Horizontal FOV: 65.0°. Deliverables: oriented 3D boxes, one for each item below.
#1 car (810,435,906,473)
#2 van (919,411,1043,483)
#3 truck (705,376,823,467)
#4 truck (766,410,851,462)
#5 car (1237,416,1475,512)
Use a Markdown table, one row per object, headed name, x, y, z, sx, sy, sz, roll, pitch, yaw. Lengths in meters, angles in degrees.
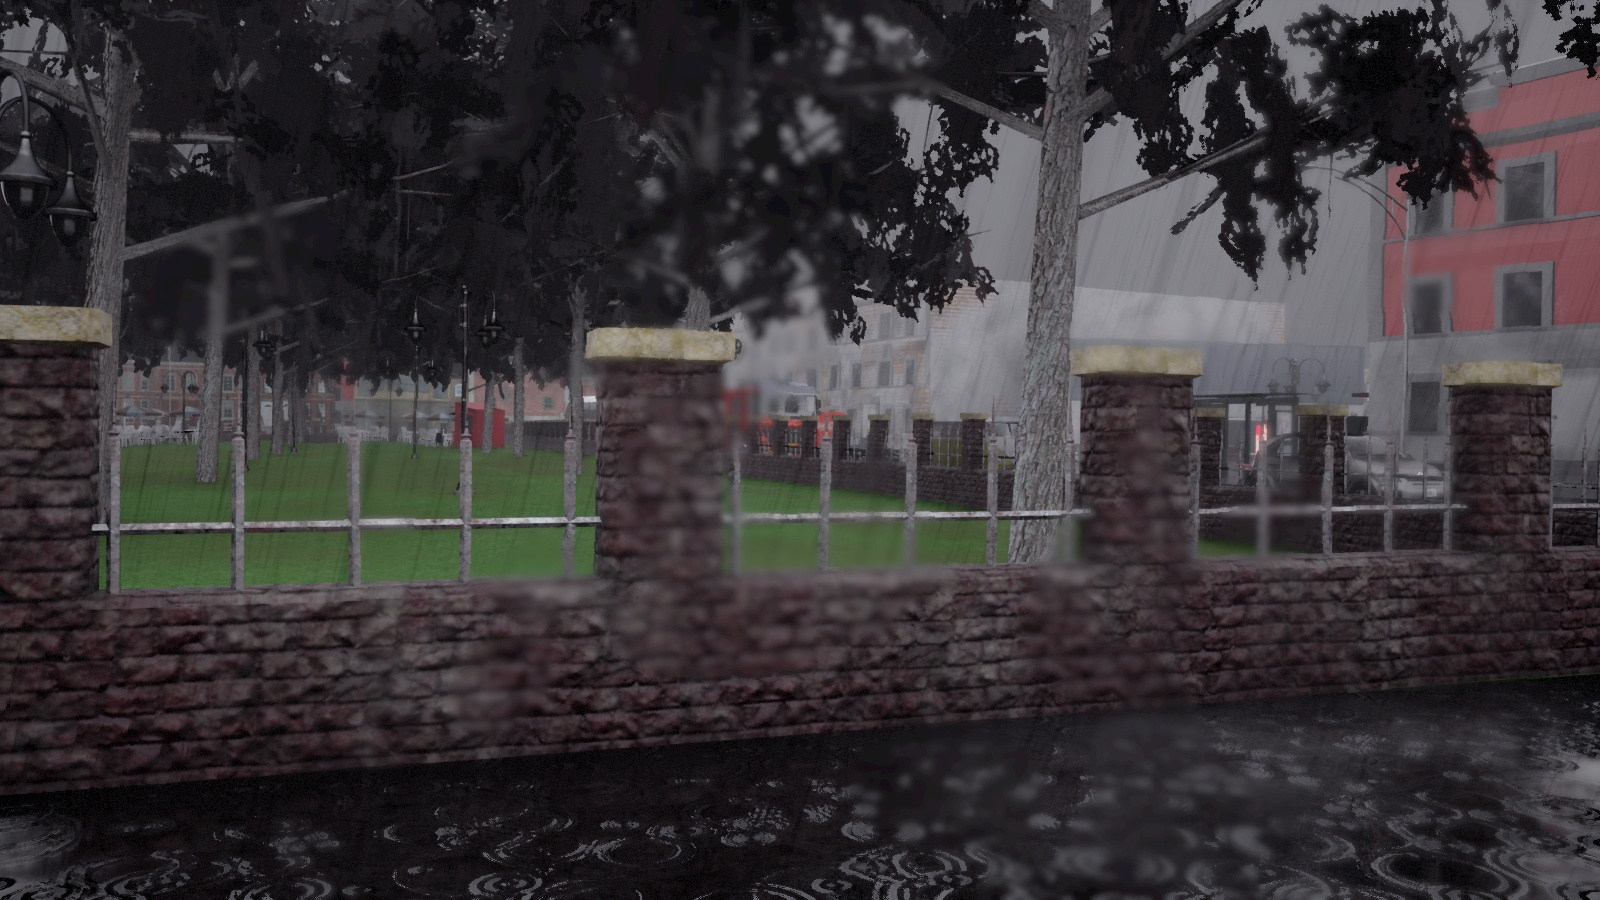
| name | x | y | z | sx | sy | sz | roll | pitch | yaw |
| --- | --- | --- | --- | --- | --- | --- | --- | --- | --- |
| car | 2.087 | 0.118 | 46.563 | 1.895 | 1.301 | 4.718 | -1 | 1 | -20 |
| van | 5.323 | -0.116 | 37.445 | 1.775 | 1.987 | 4.442 | -1 | 1 | -20 |
| truck | -1.803 | -1.282 | 57.441 | 2.891 | 3.827 | 8.468 | -1 | 1 | -20 |
| truck | 0.363 | -0.723 | 63.309 | 2.627 | 2.467 | 5.204 | -1 | 1 | -20 |
| car | 10.278 | 0.202 | 23.553 | 1.851 | 1.617 | 3.988 | -1 | 1 | -19 |
